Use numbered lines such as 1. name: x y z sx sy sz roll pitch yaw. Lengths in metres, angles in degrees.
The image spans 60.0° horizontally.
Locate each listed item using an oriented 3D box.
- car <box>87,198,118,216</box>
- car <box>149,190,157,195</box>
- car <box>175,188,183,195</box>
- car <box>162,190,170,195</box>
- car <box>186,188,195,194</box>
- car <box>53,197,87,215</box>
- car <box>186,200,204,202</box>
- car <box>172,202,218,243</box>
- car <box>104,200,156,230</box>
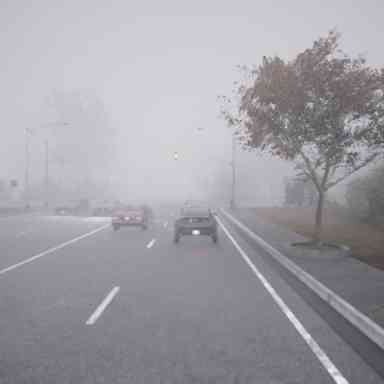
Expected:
1. car: -6.911 1.238 27.763 1.994 1.385 4.181 0 1 1
2. car: -10.350 0.187 88.289 1.895 1.301 4.718 0 1 -2
3. car: -3.592 -0.032 94.722 2.128 1.511 4.902 0 1 -4
4. car: -6.857 0.142 88.546 1.994 1.385 4.181 0 1 -2
5. car: -0.093 -0.005 94.822 1.994 1.385 4.181 0 1 -4
6. car: -10.386 1.190 29.465 2.033 1.411 5.357 0 1 0
7. car: 0.223 1.283 27.637 1.895 1.301 4.718 0 1 1
8. car: 0.163 1.375 15.455 1.837 1.490 4.892 0 -1 0
9. car: -3.322 1.360 19.561 2.033 1.411 5.357 0 1 0
